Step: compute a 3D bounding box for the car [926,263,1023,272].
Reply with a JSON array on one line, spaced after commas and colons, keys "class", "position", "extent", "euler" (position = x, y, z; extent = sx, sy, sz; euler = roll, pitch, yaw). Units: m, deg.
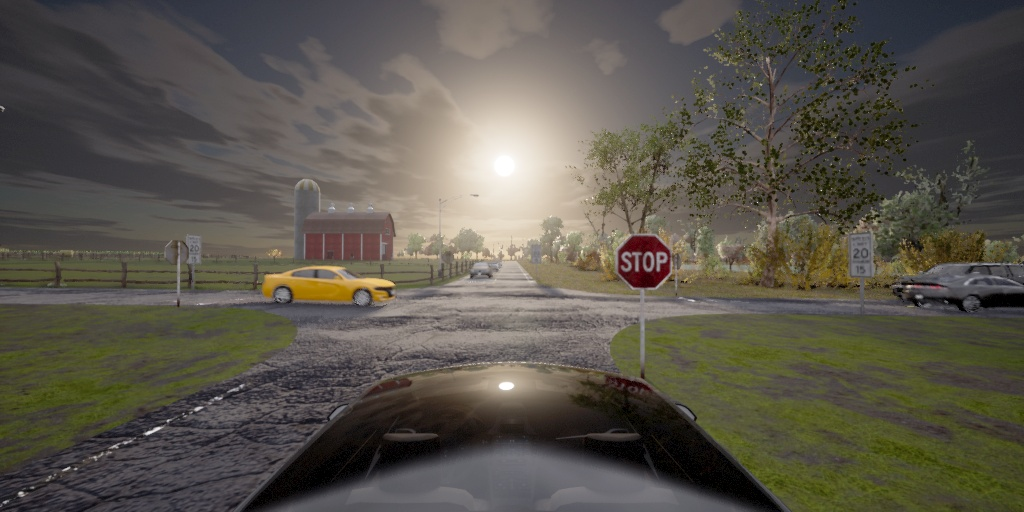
[{"class": "car", "position": [22.375, 1.352, 17.780], "extent": [5.566, 2.045, 2.150], "euler": [1, -1, 0]}]

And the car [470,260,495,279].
[{"class": "car", "position": [-2.845, 1.296, 33.628], "extent": [1.812, 1.442, 4.674], "euler": [0, 0, 0]}]

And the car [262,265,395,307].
[{"class": "car", "position": [-7.391, 1.171, 14.725], "extent": [5.008, 1.535, 1.882], "euler": [2, -1, 0]}]

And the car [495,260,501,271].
[{"class": "car", "position": [-2.838, 1.390, 48.935], "extent": [1.895, 1.301, 4.718], "euler": [0, 0, 0]}]

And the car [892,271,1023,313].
[{"class": "car", "position": [19.329, 1.532, 14.906], "extent": [4.902, 1.511, 2.128], "euler": [1, -1, 0]}]
